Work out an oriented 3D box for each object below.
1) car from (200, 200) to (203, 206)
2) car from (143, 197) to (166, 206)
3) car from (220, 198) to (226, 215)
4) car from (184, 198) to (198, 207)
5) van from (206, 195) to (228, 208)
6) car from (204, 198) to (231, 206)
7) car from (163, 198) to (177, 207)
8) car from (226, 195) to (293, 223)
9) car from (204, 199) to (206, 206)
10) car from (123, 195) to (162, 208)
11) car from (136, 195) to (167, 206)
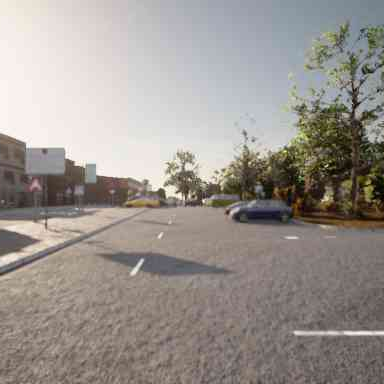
[{"bbox_3d":[4.759,1.594,60.169,5.566,2.045,2.435,0,-2,-1],"label":"car"},{"bbox_3d":[-7.550,1.935,67.629,4.553,1.767,2.185,0,-2,-1],"label":"car"},{"bbox_3d":[5.040,1.516,28.200,4.674,1.452,2.002,0,0,0],"label":"car"},{"bbox_3d":[-0.296,1.860,59.701,1.837,1.490,4.892,0,-1,0],"label":"car"},{"bbox_3d":[4.769,1.389,48.996,4.442,1.987,1.878,0,-1,-1],"label":"van"},{"bbox_3d":[4.744,1.926,62.953,4.892,1.521,2.231,0,-2,-1],"label":"car"},{"bbox_3d":[-3.587,1.756,55.964,2.128,1.511,4.902,0,-1,0],"label":"car"},{"bbox_3d":[5.113,1.349,25.030,4.553,1.767,2.185,0,0,0],"label":"car"},{"bbox_3d":[5.047,1.659,51.788,5.366,1.575,1.946,0,-1,0],"label":"car"},{"bbox_3d":[-7.572,1.617,49.531,5.366,1.575,1.946,0,-1,-1],"label":"car"},{"bbox_3d":[-7.473,1.632,61.682,5.566,2.045,2.435,0,-1,-1],"label":"car"}]
